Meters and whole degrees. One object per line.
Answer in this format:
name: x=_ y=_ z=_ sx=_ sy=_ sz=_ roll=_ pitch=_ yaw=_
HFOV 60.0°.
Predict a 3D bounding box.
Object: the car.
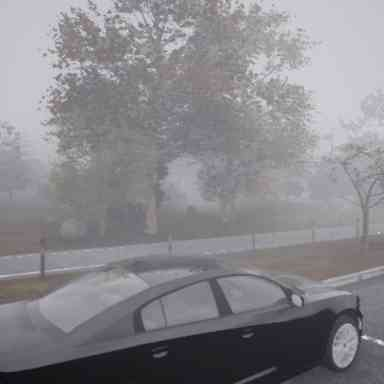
car: x=0.110 y=1.528 z=4.133 sx=5.008 sy=1.535 sz=2.097 roll=1 pitch=0 yaw=-33
